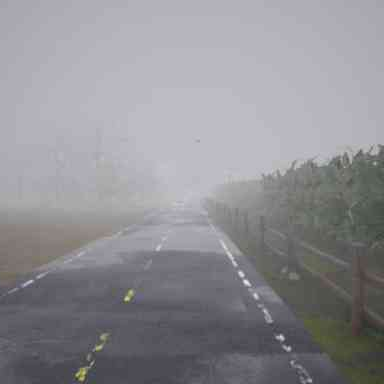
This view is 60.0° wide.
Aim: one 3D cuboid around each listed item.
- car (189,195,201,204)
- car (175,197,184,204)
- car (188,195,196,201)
[{"bbox_3d":[0.928,1.600,72.851,2.097,1.767,4.553,0,0,1],"label":"car"},{"bbox_3d":[-2.724,1.768,72.173,1.812,1.442,4.674,0,0,0],"label":"car"},{"bbox_3d":[0.034,1.630,90.835,2.033,1.411,5.357,0,0,0],"label":"car"}]
